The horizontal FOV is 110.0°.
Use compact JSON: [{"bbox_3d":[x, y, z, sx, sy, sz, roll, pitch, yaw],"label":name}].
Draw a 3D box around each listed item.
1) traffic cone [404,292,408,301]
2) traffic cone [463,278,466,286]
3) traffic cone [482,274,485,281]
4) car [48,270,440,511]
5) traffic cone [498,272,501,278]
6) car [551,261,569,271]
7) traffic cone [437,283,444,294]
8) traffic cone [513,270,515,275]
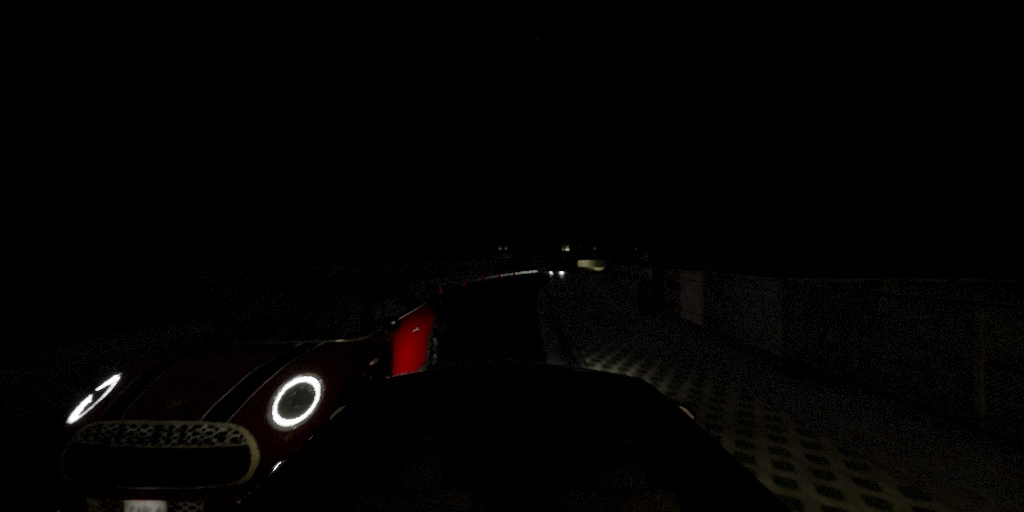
[{"bbox_3d":[-4.238,1.731,14.358,0.340,0.580,0.340,0,0,4],"label":"traffic cone"},{"bbox_3d":[-3.254,1.768,24.516,0.340,0.580,0.340,0,0,8],"label":"traffic cone"},{"bbox_3d":[-2.361,1.790,29.577,0.340,0.580,0.340,0,0,12],"label":"traffic cone"},{"bbox_3d":[-2.386,1.103,4.629,2.097,1.767,4.553,0,0,1],"label":"car"},{"bbox_3d":[-1.189,1.813,34.578,0.340,0.580,0.340,0,0,15],"label":"traffic cone"},{"bbox_3d":[7.085,1.464,52.598,1.837,1.490,4.892,0,-1,22],"label":"car"},{"bbox_3d":[-3.862,1.749,19.414,0.340,0.580,0.340,0,0,5],"label":"traffic cone"},{"bbox_3d":[0.262,1.837,39.506,0.340,0.580,0.340,0,0,18],"label":"traffic cone"}]
